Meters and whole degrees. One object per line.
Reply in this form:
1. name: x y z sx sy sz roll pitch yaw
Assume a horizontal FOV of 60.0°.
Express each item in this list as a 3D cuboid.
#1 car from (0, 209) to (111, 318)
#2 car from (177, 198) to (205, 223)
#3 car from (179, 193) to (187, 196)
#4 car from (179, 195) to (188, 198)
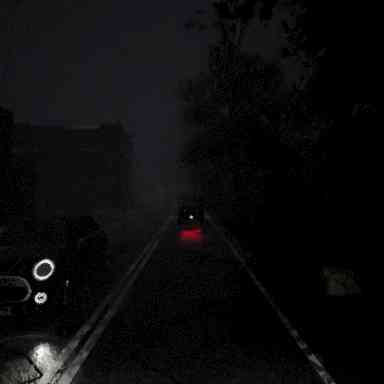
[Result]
1. car: -3.365 1.340 7.652 2.097 1.767 4.553 0 0 0
2. car: -0.078 1.447 25.208 1.837 1.490 4.892 0 1 -1
3. car: -2.021 0.882 76.442 1.895 1.301 4.718 0 1 -3
4. car: -0.523 1.467 43.871 1.895 1.301 4.718 0 0 -2
